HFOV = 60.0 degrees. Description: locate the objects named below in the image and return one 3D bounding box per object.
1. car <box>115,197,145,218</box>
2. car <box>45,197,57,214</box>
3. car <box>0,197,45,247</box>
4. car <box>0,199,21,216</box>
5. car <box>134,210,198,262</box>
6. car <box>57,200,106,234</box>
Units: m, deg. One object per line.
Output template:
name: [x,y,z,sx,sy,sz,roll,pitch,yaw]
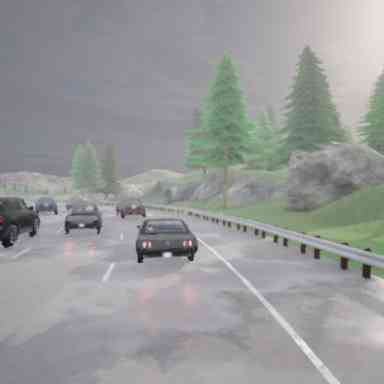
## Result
car: [-5.514,1.288,29.476,2.097,1.767,4.553,0,0,-20]
car: [-15.119,1.324,34.480,2.097,1.767,4.553,0,0,-25]
car: [-8.583,1.220,14.877,2.150,2.045,5.566,0,0,-10]
car: [-18.805,1.484,34.141,2.128,1.511,4.902,0,0,-25]
car: [-1.051,1.568,12.038,1.895,1.301,4.718,0,0,-8]
car: [-6.072,1.464,19.088,2.128,1.511,4.902,0,0,-13]
